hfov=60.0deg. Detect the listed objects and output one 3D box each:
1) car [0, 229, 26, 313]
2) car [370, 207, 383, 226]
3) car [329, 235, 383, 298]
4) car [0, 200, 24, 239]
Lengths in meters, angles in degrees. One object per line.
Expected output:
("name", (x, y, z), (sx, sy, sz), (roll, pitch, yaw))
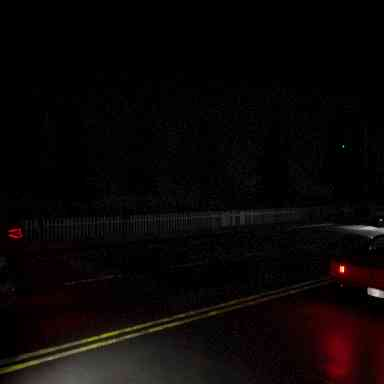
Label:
("car", (-5.104, 1.526, 4.649), (4.674, 1.442, 1.812), (0, 0, -36))
("car", (13.927, 1.525, 22.533), (4.674, 1.442, 1.812), (0, 0, -36))
("car", (5.254, 1.601, 7.519), (4.718, 1.301, 1.895), (0, 0, -35))
("car", (-6.917, 1.221, 7.653), (5.566, 2.045, 2.150), (0, 0, -36))
